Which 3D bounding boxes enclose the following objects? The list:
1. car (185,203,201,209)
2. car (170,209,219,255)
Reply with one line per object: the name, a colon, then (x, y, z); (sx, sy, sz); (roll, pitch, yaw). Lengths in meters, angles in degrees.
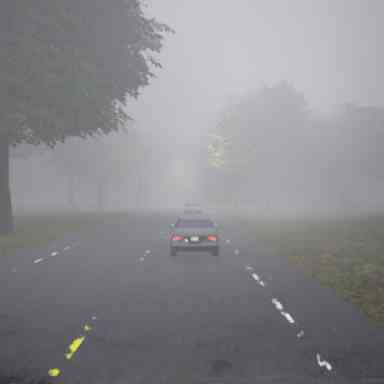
car: (0.105, 1.907, 38.941); (1.895, 1.301, 4.718); (0, 0, 0)
car: (0.096, 1.658, 13.770); (2.033, 1.411, 5.357); (0, 0, 0)
